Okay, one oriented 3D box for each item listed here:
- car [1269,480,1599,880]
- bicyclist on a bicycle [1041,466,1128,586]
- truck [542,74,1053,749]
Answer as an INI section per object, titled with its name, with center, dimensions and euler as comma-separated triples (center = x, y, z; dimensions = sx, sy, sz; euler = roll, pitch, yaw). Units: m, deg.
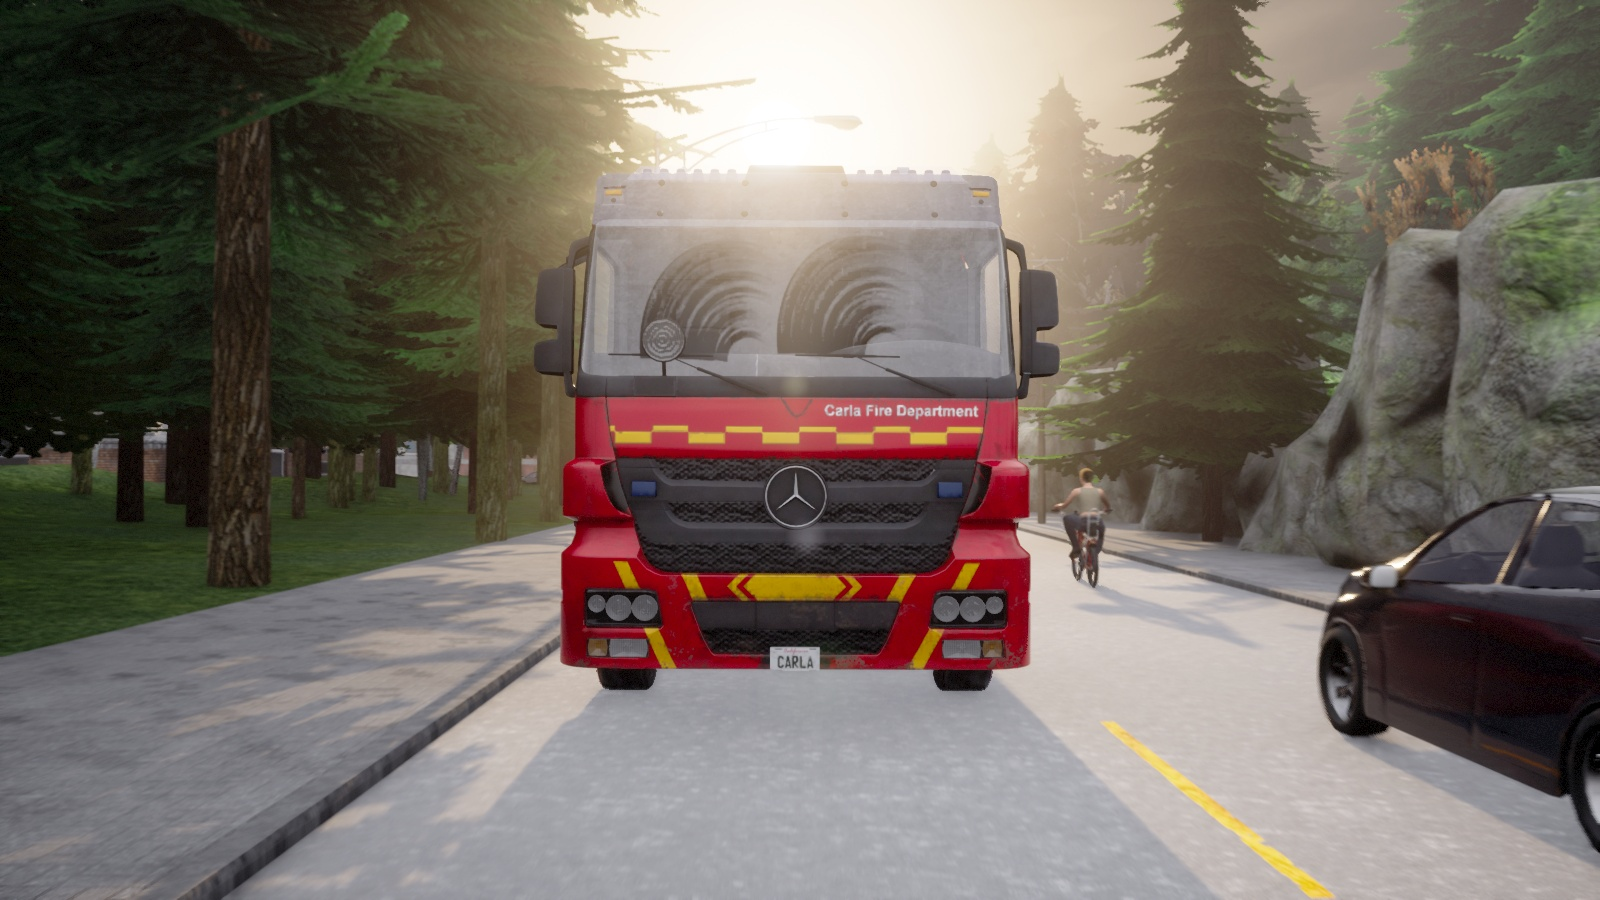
[car]
center = 3.985, 0.919, 6.356
dimensions = 1.845, 1.501, 3.633
euler = 0, -1, 0
[bicyclist on a bicycle]
center = 3.954, 1.029, 17.551
dimensions = 0.866, 1.612, 1.509
euler = 0, -1, 0
[truck]
center = -0.032, -0.160, 11.370
dimensions = 2.891, 3.827, 8.468
euler = 0, -1, 0
